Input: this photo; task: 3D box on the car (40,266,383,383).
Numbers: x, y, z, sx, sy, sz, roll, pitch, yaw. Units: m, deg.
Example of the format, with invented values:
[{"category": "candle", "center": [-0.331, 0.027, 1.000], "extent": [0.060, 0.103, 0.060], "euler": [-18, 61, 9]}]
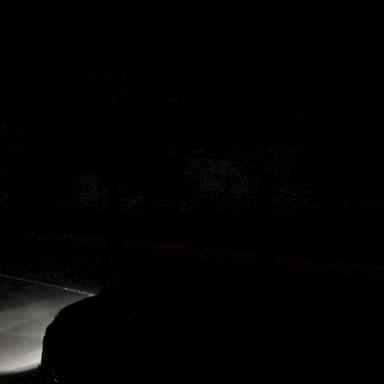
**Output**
[{"category": "car", "center": [0.236, 1.575, 3.681], "extent": [4.181, 1.385, 1.994], "euler": [-1, 0, 34]}]
